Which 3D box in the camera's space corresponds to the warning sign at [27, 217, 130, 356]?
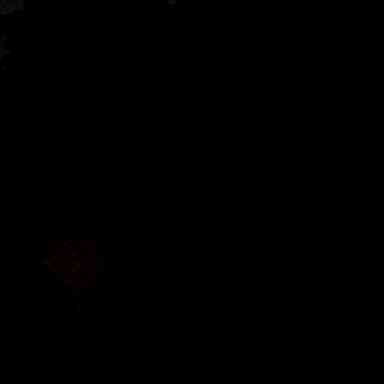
[{"bbox_3d":[-1.884,1.406,5.569,1.060,1.860,1.300,-1,-1,44],"label":"warning sign"}]
